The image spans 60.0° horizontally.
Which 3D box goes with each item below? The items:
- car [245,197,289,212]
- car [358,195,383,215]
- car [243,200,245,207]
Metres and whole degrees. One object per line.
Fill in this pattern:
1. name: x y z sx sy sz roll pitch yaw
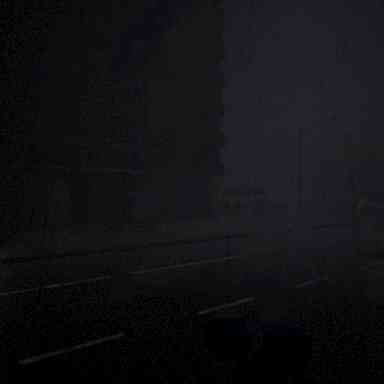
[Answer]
1. car: 9.032 1.538 39.367 1.882 1.535 5.008 0 0 -38
2. car: 19.006 1.296 32.095 2.150 2.045 5.566 0 0 -37
3. car: 9.086 1.426 44.915 2.097 1.767 4.553 0 0 -39
